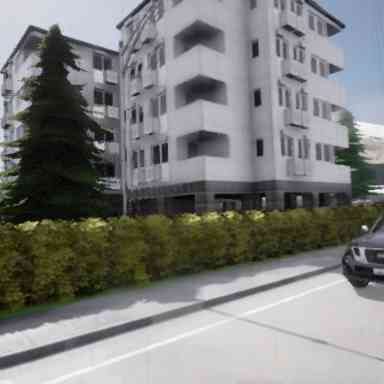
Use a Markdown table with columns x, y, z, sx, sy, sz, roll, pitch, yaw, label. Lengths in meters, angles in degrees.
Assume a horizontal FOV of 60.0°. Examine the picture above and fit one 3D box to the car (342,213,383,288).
| x | y | z | sx | sy | sz | roll | pitch | yaw | label |
| --- | --- | --- | --- | --- | --- | --- | --- | --- | --- |
| 6.420 | 1.491 | 9.413 | 5.566 | 2.045 | 2.150 | 0 | -4 | -40 | car |
